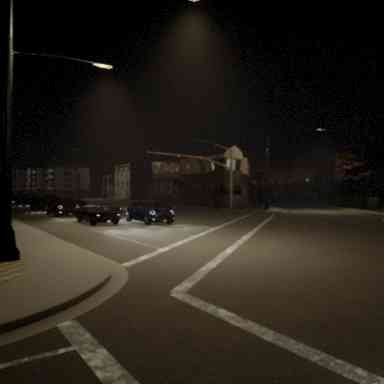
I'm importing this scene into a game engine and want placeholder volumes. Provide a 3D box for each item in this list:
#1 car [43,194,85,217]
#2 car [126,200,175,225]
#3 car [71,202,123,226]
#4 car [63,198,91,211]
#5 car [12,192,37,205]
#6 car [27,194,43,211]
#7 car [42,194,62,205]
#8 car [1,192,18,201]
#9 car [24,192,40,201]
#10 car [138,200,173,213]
[{"bbox_3d":[-12.036,1.315,31.186,2.097,1.767,4.553,1,1,-36],"label":"car"},{"bbox_3d":[-3.168,1.415,24.920,2.097,1.767,4.553,1,0,-36],"label":"car"},{"bbox_3d":[-6.857,1.627,24.045,1.895,1.301,4.718,1,0,-37],"label":"car"},{"bbox_3d":[-13.584,1.424,39.288,1.994,1.385,4.181,1,1,-36],"label":"car"},{"bbox_3d":[-24.092,1.025,47.841,2.033,1.411,5.357,1,1,-36],"label":"car"},{"bbox_3d":[-17.282,1.301,38.430,1.837,1.490,4.892,1,1,-36],"label":"car"},{"bbox_3d":[-20.804,1.058,49.267,1.812,1.442,4.674,1,1,-36],"label":"car"},{"bbox_3d":[-33.253,0.740,60.644,2.128,1.511,4.902,1,0,-36],"label":"car"},{"bbox_3d":[-29.625,0.755,61.596,1.882,1.535,5.008,1,0,-36],"label":"car"},{"bbox_3d":[-4.353,1.632,38.825,1.895,1.301,4.718,1,1,-36],"label":"car"}]
